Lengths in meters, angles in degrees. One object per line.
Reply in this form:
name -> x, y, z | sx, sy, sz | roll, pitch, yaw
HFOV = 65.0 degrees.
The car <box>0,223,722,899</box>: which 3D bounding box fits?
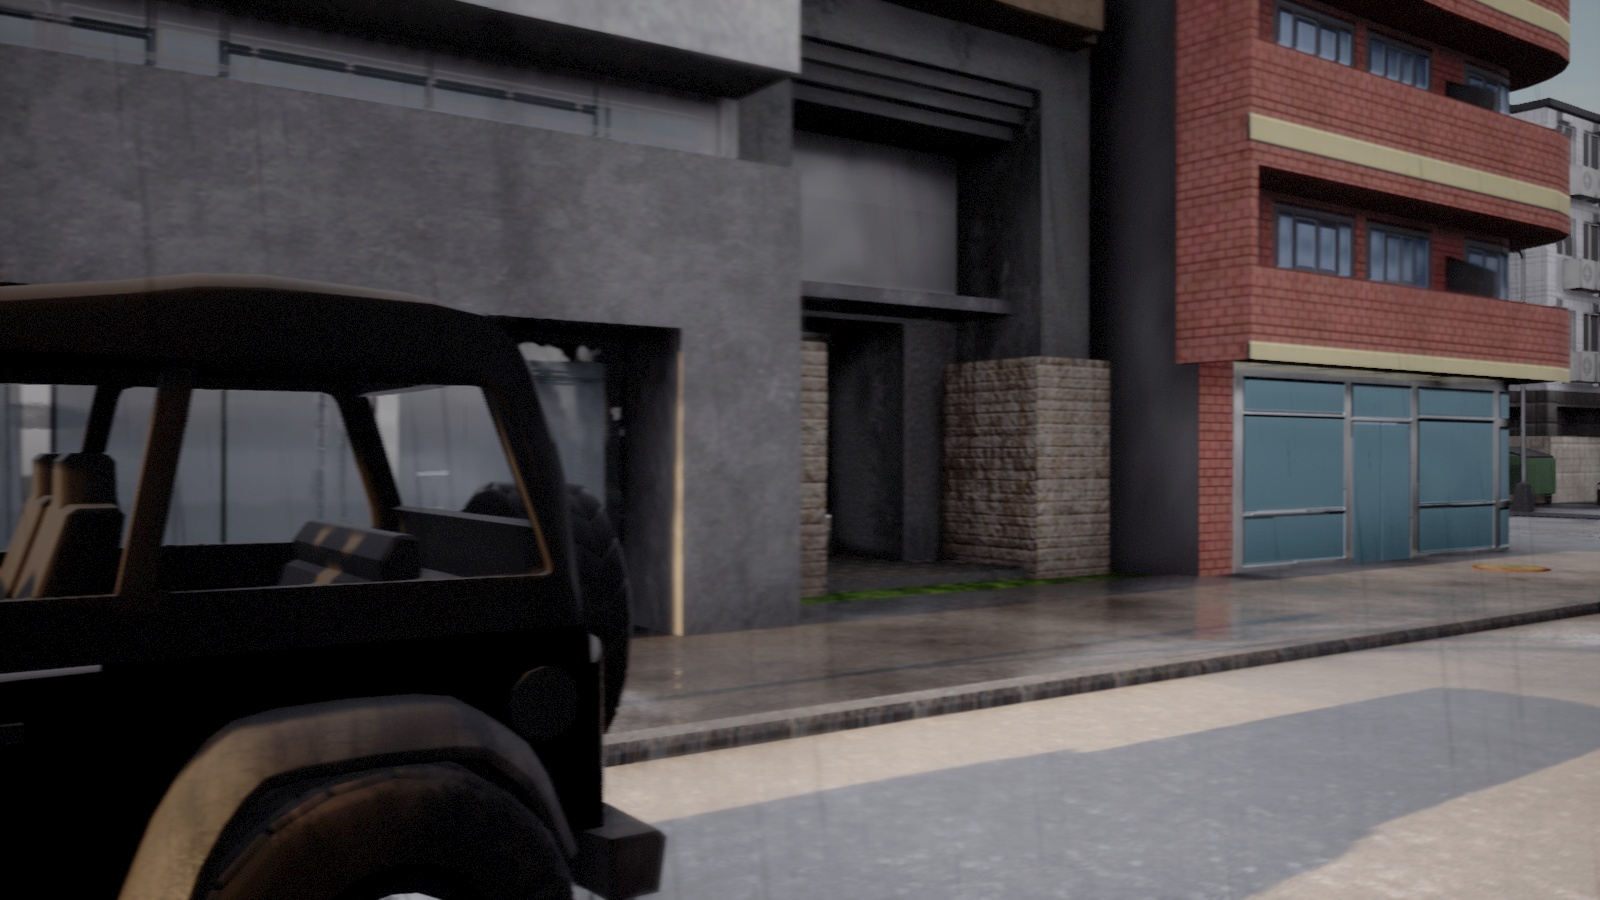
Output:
car -> -2.318, 0.552, 2.654 | 3.866, 1.878, 1.905 | 0, 0, -35
